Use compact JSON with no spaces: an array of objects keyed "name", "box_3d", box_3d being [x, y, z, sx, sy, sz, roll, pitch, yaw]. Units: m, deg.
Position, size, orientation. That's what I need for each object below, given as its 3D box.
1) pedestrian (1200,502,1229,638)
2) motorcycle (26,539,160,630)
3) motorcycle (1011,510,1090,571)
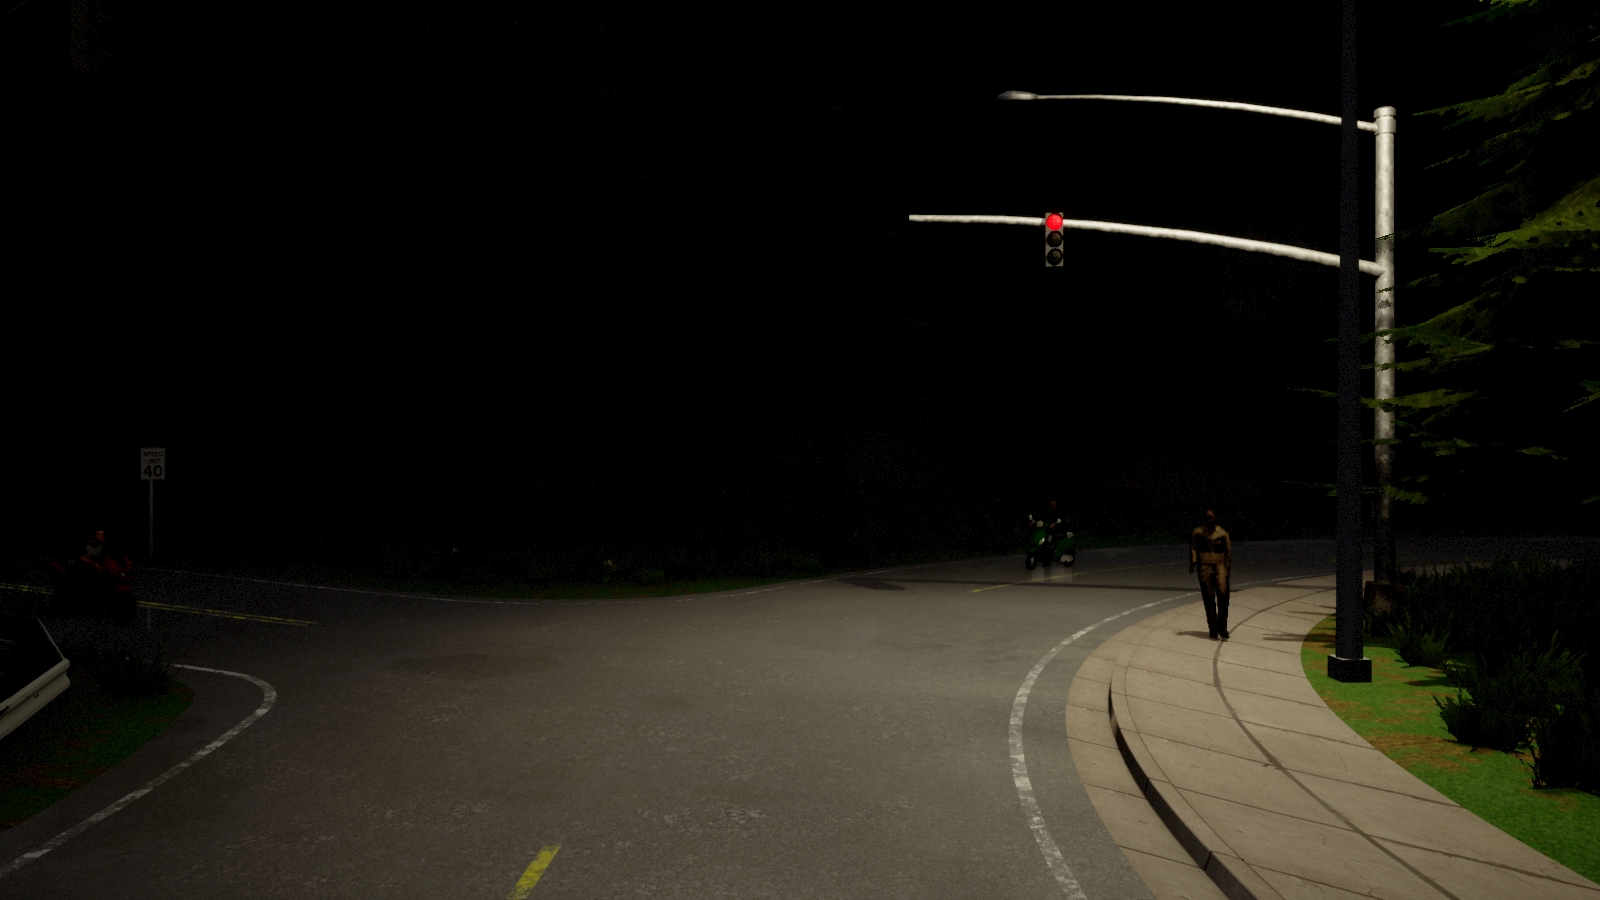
[{"name":"pedestrian","box_3d":[5.813,1.671,16.032,0.375,1.860,0.375,0,0,19]},{"name":"motorcycle","box_3d":[-11.142,2.094,18.001,2.033,1.199,0.803,1,1,25]},{"name":"motorcycle","box_3d":[5.937,2.115,27.011,1.805,1.316,0.856,0,0,-37]}]
